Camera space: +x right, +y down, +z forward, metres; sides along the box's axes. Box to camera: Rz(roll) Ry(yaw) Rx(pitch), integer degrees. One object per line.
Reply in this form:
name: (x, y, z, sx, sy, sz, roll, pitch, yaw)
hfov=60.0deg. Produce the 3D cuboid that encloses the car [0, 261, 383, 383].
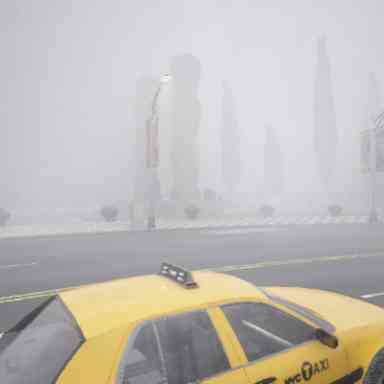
car: (0.105, 1.455, 3.177, 5.366, 1.575, 1.801, 0, 0, -32)
